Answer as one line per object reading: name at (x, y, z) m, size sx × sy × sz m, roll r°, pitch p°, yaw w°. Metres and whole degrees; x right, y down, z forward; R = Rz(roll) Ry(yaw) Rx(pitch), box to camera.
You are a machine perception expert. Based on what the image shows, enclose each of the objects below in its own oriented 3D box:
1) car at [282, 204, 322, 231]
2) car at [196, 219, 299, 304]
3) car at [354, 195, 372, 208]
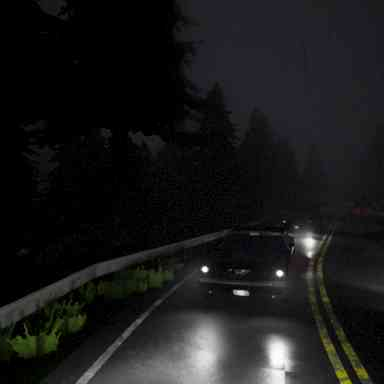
car at (6.712, 1.460, 20.059) m, size 2.033 × 1.411 × 5.357 m, roll -2°, pitch 0°, yaw 26°
car at (1.609, 1.599, 8.428) m, size 1.895 × 1.301 × 4.718 m, roll -1°, pitch 0°, yaw 18°
car at (20.705, 1.057, 40.213) m, size 2.128 × 1.511 × 4.902 m, roll -2°, pitch 0°, yaw 28°
